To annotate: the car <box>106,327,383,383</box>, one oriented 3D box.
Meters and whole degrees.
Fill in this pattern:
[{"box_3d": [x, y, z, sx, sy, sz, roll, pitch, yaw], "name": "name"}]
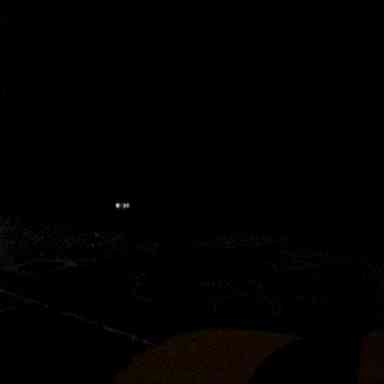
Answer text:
[{"box_3d": [1.439, 1.525, 2.057, 4.829, 1.417, 1.752, 0, 0, 36], "name": "car"}]
